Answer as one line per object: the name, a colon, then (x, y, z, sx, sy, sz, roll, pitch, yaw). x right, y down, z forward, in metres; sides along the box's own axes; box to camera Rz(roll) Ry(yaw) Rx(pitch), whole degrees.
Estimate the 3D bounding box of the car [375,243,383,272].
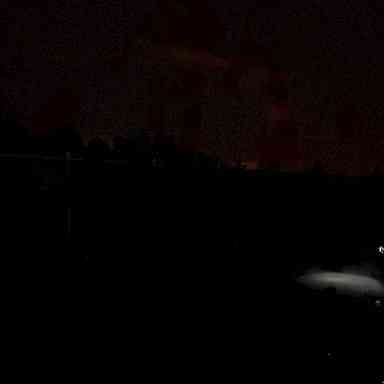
car: (7.269, 1.584, 9.778, 4.674, 1.442, 1.812, 1, 0, -35)
